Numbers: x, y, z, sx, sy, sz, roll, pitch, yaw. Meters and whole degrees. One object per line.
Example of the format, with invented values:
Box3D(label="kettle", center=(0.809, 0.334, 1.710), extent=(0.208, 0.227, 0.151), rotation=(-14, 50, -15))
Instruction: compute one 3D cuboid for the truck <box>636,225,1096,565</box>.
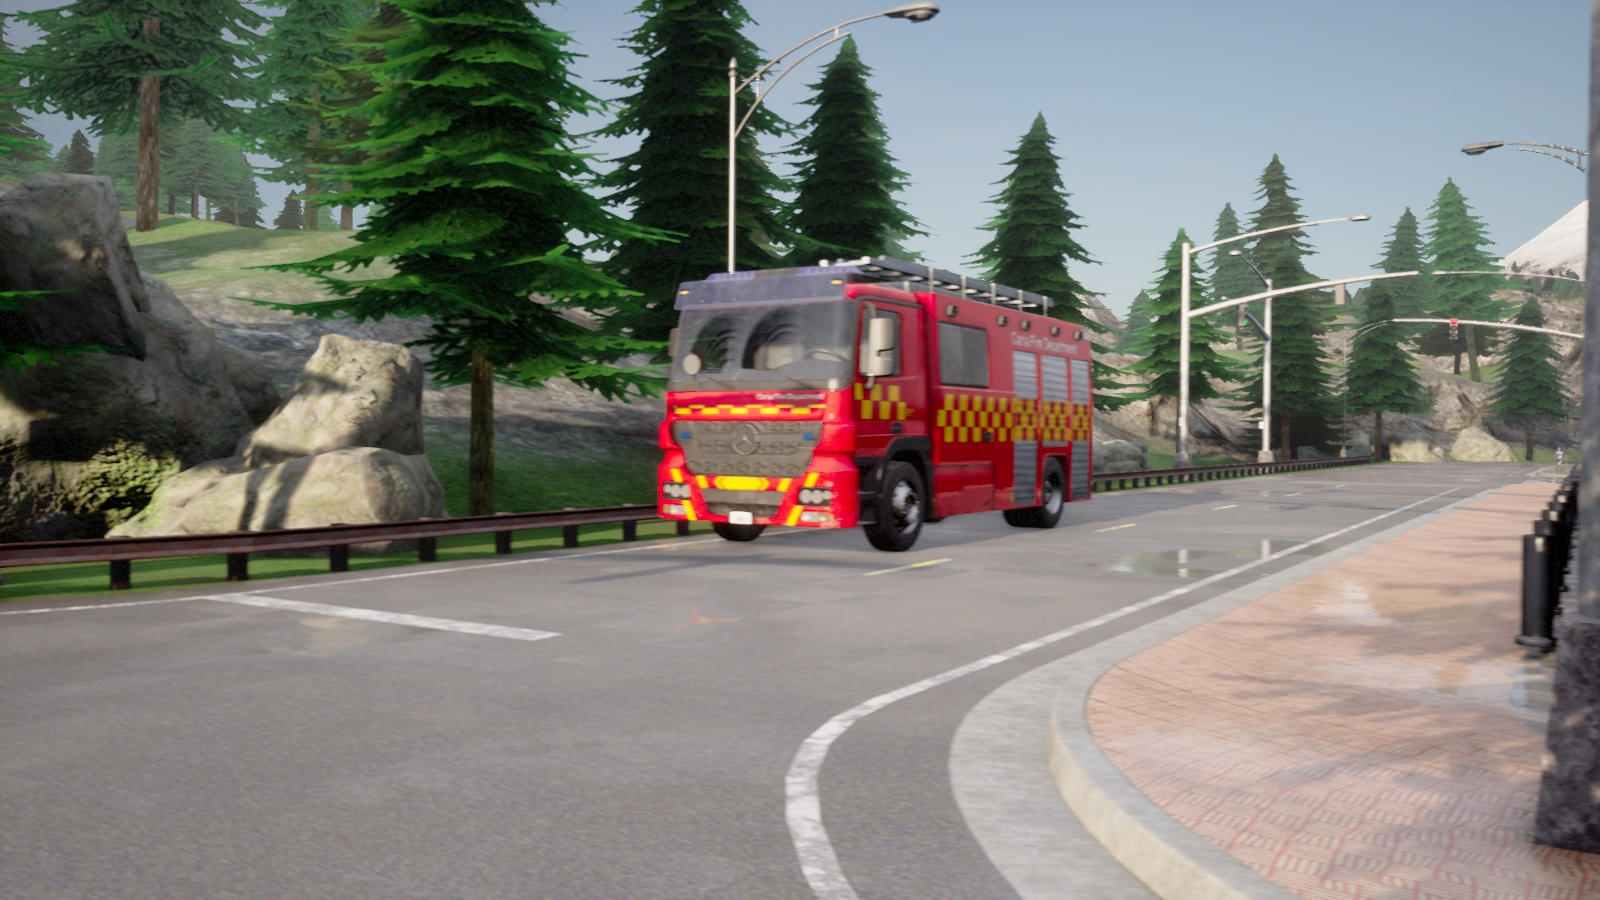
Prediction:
Box3D(label="truck", center=(1.481, -0.684, 18.468), extent=(2.891, 3.827, 8.468), rotation=(0, 1, 33))
